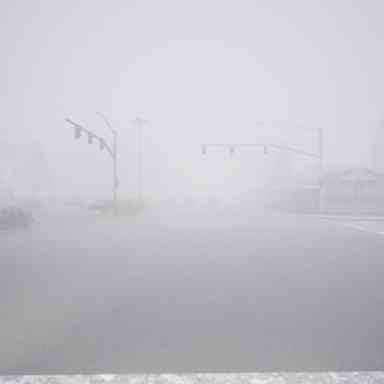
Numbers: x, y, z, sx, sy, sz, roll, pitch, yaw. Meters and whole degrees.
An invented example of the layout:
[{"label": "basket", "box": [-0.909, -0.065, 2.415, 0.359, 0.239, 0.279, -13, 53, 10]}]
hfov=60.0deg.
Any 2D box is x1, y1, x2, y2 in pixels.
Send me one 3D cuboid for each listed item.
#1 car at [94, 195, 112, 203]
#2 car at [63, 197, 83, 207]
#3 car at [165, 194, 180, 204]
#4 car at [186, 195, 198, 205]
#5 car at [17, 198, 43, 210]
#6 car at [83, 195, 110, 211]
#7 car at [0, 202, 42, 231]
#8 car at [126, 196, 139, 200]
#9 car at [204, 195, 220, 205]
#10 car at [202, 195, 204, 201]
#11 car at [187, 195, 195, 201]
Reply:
[{"label": "car", "box": [-17.669, 1.335, 66.159, 2.128, 1.511, 4.902, 0, 0, 0]}, {"label": "car", "box": [-17.714, 1.440, 49.984, 1.994, 1.385, 4.181, 0, 0, 0]}, {"label": "car", "box": [-3.543, 1.456, 57.730, 1.895, 1.301, 4.718, 0, 0, 0]}, {"label": "car", "box": [-0.034, 1.411, 53.834, 2.033, 1.411, 5.357, 0, 0, 0]}, {"label": "car", "box": [-17.687, 1.420, 35.697, 1.837, 1.490, 4.892, 0, 0, 0]}, {"label": "car", "box": [-10.694, 1.451, 39.349, 2.033, 1.411, 5.357, 0, 0, 0]}, {"label": "car", "box": [-10.646, 1.505, 18.292, 2.033, 1.411, 5.357, 0, 0, 0]}, {"label": "car", "box": [-10.716, 1.454, 59.140, 1.895, 1.301, 4.718, 0, 0, 0]}, {"label": "car", "box": [3.466, 1.410, 53.849, 2.033, 1.411, 5.357, 0, 0, 0]}, {"label": "car", "box": [3.308, 1.354, 77.781, 1.994, 1.385, 4.181, 0, 0, 0]}, {"label": "car", "box": [-0.192, 1.398, 77.929, 1.895, 1.301, 4.718, 0, 0, 0]}]
